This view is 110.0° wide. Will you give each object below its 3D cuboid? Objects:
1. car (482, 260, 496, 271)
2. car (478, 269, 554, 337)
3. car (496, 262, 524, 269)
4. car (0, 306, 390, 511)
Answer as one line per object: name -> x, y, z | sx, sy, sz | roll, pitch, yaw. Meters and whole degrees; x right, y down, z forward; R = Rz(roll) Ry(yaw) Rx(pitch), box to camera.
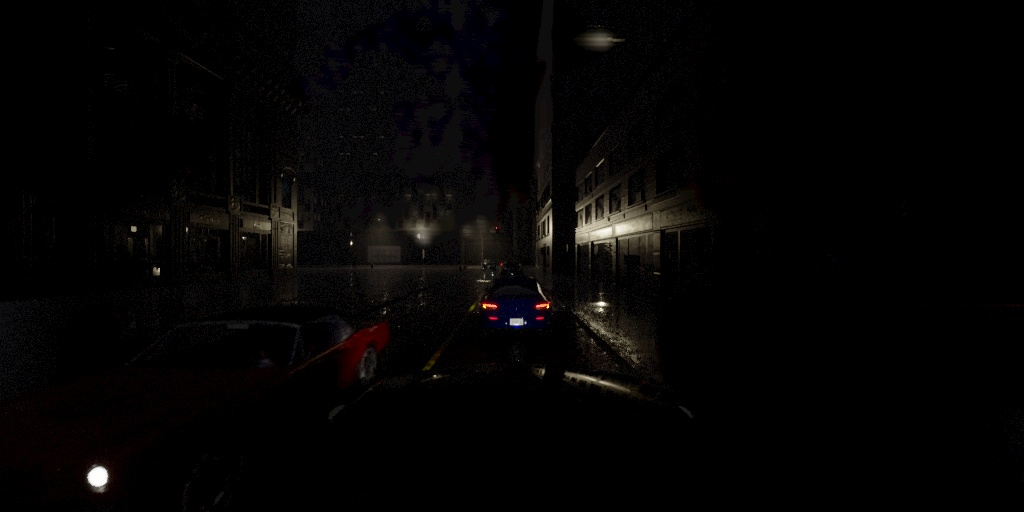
car -> -3.116, 1.269, 49.629 | 2.128, 1.511, 4.902 | 0, 0, 0
car -> 0.082, 1.275, 10.147 | 1.812, 1.442, 4.674 | 0, 0, 0
car -> 0.026, 1.240, 31.166 | 2.128, 1.511, 4.902 | 0, 0, 0
car -> -3.104, 1.351, 4.196 | 1.895, 1.301, 4.718 | 0, 0, 0
